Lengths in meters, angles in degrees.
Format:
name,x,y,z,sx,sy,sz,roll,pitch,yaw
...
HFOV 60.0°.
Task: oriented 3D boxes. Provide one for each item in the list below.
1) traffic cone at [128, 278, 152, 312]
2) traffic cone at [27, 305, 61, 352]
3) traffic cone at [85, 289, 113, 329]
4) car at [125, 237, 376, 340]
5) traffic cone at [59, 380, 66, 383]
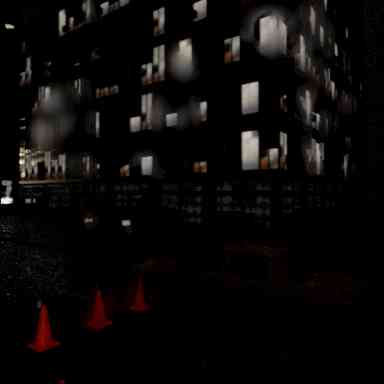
name,x,y,z,sx,sy,sz,roll,pitch,yaw
traffic cone,-1.023,1.986,6.552,0.340,0.580,0.340,0,0,36
traffic cone,-2.192,1.976,4.929,0.340,0.580,0.340,0,0,36
traffic cone,-1.607,1.981,5.741,0.340,0.580,0.340,0,0,36
car,0.781,1.560,6.450,4.829,1.417,1.752,0,-1,36
traffic cone,-1.152,1.969,2.949,0.340,0.580,0.340,0,0,36
